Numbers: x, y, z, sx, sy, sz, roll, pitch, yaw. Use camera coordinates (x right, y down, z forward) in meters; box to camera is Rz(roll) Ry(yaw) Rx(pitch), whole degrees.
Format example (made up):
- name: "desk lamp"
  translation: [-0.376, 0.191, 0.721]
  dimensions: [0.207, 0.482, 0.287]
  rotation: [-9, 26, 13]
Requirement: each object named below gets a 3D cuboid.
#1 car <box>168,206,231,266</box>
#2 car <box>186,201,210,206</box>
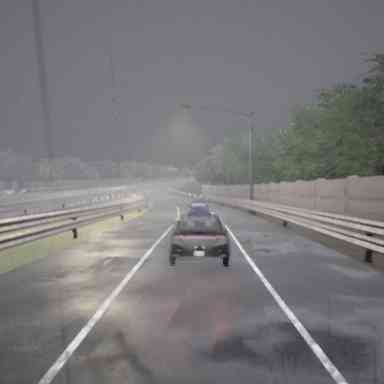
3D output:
- name: "car"
  translation: [0.261, 1.472, 11.547]
  dimensions: [2.128, 1.511, 4.902]
  rotation: [0, 0, 1]
- name: "car"
  translation: [0.482, 1.474, 27.629]
  dimensions: [1.812, 1.442, 4.674]
  rotation: [0, 0, 0]
